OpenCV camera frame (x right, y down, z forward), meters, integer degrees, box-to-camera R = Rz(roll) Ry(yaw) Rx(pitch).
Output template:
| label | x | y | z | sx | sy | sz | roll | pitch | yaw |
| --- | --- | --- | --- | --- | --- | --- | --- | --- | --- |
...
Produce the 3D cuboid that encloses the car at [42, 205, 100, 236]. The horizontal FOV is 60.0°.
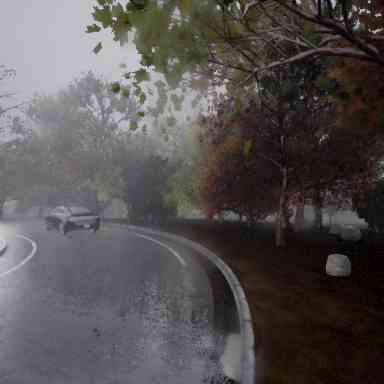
| label | x | y | z | sx | sy | sz | roll | pitch | yaw |
| --- | --- | --- | --- | --- | --- | --- | --- | --- | --- |
| car | -6.840 | 1.491 | 18.522 | 2.128 | 1.511 | 4.902 | 0 | 0 | -40 |
